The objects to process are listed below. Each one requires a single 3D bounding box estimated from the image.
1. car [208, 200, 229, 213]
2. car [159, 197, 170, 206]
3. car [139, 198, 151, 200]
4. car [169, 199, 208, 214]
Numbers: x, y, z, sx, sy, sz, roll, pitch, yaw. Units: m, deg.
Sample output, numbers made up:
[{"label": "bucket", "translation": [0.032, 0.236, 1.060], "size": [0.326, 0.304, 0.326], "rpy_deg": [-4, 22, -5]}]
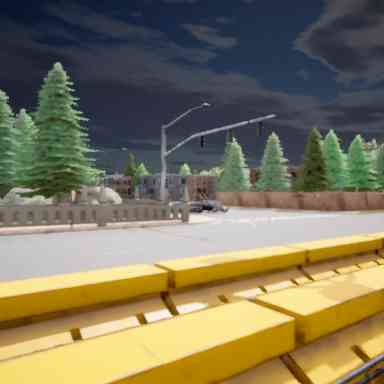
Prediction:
[{"label": "car", "translation": [2.329, 1.679, 39.413], "size": [2.128, 1.511, 4.902], "rpy_deg": [1, 0, -36]}, {"label": "car", "translation": [-5.214, 1.770, 62.657], "size": [1.812, 1.442, 4.674], "rpy_deg": [0, 0, -6]}, {"label": "car", "translation": [-8.664, 1.778, 60.838], "size": [1.994, 1.385, 4.181], "rpy_deg": [1, 0, -36]}, {"label": "car", "translation": [-0.583, 1.725, 37.467], "size": [1.994, 1.385, 4.181], "rpy_deg": [1, 0, -36]}]
